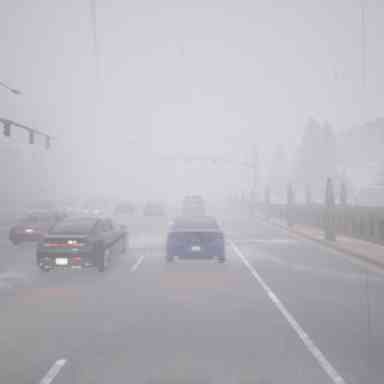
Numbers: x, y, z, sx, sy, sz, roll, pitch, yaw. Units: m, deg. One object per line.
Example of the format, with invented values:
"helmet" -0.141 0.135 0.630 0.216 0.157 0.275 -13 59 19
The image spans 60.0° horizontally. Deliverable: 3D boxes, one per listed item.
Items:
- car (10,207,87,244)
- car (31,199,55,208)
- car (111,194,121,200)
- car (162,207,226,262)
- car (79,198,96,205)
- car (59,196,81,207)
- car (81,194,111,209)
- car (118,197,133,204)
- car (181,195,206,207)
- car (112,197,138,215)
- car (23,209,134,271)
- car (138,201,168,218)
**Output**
"car" -6.872 1.625 16.082 1.994 1.385 4.181 0 0 0
"car" -20.994 1.705 47.077 1.812 1.442 4.674 0 0 0
"car" -13.900 1.448 59.164 2.150 2.045 5.566 0 0 0
"car" 0.120 1.525 12.290 1.882 1.535 5.008 0 0 0
"car" -20.886 1.851 66.877 1.895 1.301 4.718 0 0 0
"car" -20.904 1.569 56.735 2.097 1.767 4.553 0 0 0
"car" -13.995 1.409 48.840 2.150 2.045 5.566 0 0 0
"car" -13.882 1.807 69.668 2.033 1.411 5.357 0 0 0
"car" 0.154 1.345 32.296 2.150 2.045 5.566 0 0 0
"car" -6.841 1.614 35.576 1.882 1.535 5.008 0 0 0
"car" -3.382 1.548 11.060 1.837 1.490 4.892 0 0 0
"car" -3.349 1.610 30.908 2.128 1.511 4.902 0 0 0
